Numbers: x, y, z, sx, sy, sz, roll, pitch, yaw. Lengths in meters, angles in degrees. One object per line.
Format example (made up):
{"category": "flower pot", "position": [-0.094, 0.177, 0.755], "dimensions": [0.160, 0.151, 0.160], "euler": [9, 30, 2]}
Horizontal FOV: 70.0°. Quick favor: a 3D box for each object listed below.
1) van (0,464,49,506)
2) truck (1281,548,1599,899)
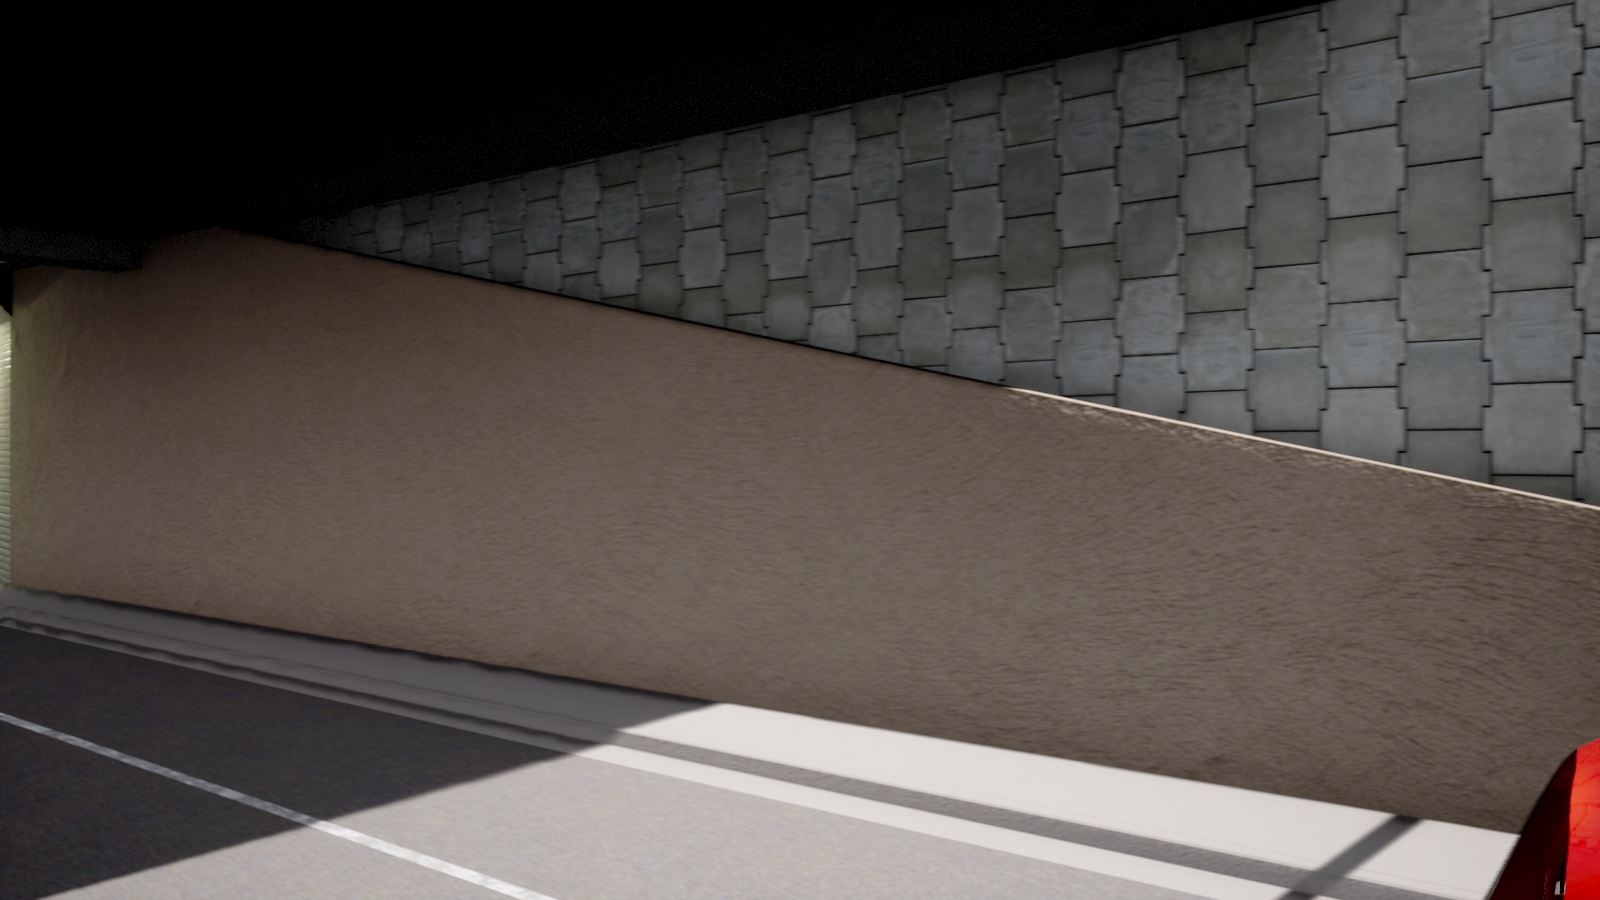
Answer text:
{"category": "van", "position": [-40.985, 1.776, 58.287], "dimensions": [2.069, 2.038, 4.480], "euler": [0, 0, 6]}
{"category": "truck", "position": [3.583, 1.572, 1.251], "dimensions": [5.204, 2.467, 2.627], "euler": [0, 0, 35]}
